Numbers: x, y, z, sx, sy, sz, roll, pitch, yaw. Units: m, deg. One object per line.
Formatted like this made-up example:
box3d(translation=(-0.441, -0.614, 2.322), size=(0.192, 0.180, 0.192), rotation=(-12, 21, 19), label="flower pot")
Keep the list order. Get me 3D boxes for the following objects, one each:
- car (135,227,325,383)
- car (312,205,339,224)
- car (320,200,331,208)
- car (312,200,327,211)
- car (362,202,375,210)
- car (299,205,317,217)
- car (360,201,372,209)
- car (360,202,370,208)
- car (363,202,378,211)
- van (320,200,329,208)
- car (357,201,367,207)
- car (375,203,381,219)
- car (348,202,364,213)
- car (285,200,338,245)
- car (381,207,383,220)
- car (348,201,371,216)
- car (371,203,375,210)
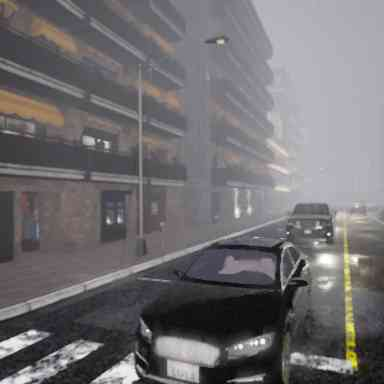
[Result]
box3d(translation=(0.921, 1.614, 5.653), size=(2.128, 1.511, 4.902), rotation=(-1, -1, 24), label="car")
box3d(translation=(12.539, 2.065, 31.076), size=(2.128, 1.511, 4.902), rotation=(-1, -2, 25), label="car")
box3d(translation=(33.553, 2.925, 83.418), size=(2.192, 1.841, 5.009), rotation=(-1, -2, 24), label="car")
box3d(translation=(24.154, 2.520, 62.817), size=(2.192, 1.841, 5.009), rotation=(-1, -2, 25), label="car")
box3d(translation=(34.122, 2.681, 64.468), size=(1.887, 1.381, 4.507), rotation=(-1, -2, 25), label="car")
box3d(translation=(14.755, 2.397, 42.207), size=(1.802, 1.307, 4.206), rotation=(-1, -2, 25), label="car")
box3d(translation=(36.470, 2.676, 69.619), size=(1.967, 1.590, 4.097), rotation=(-1, -2, 25), label="car")
box3d(translation=(38.822, 2.918, 74.768), size=(1.802, 1.307, 4.206), rotation=(-1, -2, 25), label="car")
box3d(translation=(31.772, 2.589, 59.317), size=(2.008, 1.369, 4.403), rotation=(-1, -2, 25), label="car")
box3d(translation=(31.205, 2.844, 78.268), size=(1.690, 1.788, 3.998), rotation=(-1, -2, 25), label="van")
box3d(translation=(43.518, 2.991, 85.067), size=(1.967, 1.590, 4.097), rotation=(-1, -2, 24), label="car")
box3d(translation=(20.020, 2.095, 33.563), size=(1.887, 1.381, 4.507), rotation=(-1, -2, 25), label="car")
box3d(translation=(26.028, 2.441, 52.971), size=(2.128, 1.511, 4.902), rotation=(-1, -2, 25), label="car")
box3d(translation=(6.464, 1.557, 17.824), size=(2.150, 2.045, 5.566), rotation=(-1, -2, 25), label="car")
box3d(translation=(17.670, 1.998, 28.413), size=(1.887, 1.381, 4.507), rotation=(-1, -2, 25), label="car")
box3d(translation=(21.729, 2.262, 43.544), size=(2.128, 1.511, 4.902), rotation=(-1, -2, 24), label="car")
box3d(translation=(29.422, 2.492, 54.166), size=(2.008, 1.369, 4.403), rotation=(-1, -2, 25), label="car")
